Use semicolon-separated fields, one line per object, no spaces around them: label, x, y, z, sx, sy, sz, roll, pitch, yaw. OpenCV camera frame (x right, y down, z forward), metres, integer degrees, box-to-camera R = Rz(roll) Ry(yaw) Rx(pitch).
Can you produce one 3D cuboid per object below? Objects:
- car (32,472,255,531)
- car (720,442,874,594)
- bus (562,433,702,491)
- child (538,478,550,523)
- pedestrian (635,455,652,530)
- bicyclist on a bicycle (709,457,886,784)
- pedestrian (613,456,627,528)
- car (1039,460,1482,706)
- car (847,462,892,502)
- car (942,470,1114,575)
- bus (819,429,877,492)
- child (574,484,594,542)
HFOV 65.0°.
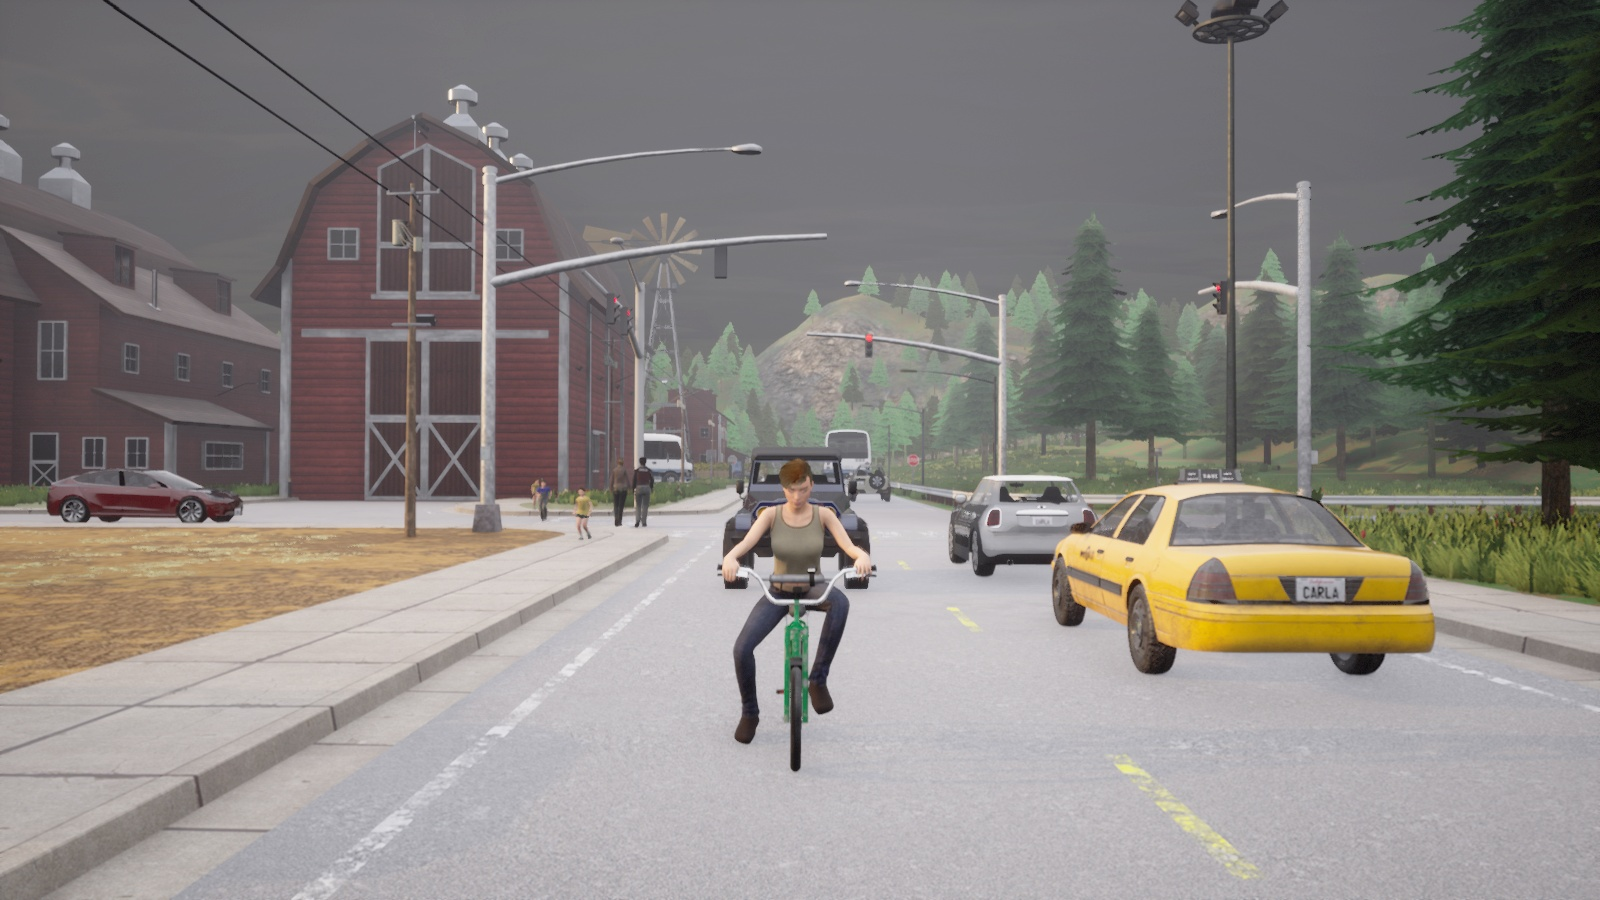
car;-17.386;1.352;33.433;4.792;1.488;2.163;0;-1;-1
car;-0.041;0.870;17.491;1.905;1.878;3.866;0;-1;0
bus;-12.793;0.931;96.446;10.273;4.253;3.944;1;-1;-1
child;-7.282;1.432;35.766;0.270;1.263;0.437;0;-1;-4
pedestrian;-4.077;1.092;32.641;0.402;1.930;0.666;0;-1;-4
bicyclist on a bicycle;-0.010;0.853;6.969;0.866;1.612;1.509;0;-1;0
pedestrian;-4.688;1.096;32.701;0.331;1.846;0.634;0;-1;-4
car;3.477;0.898;10.770;1.801;1.575;5.366;0;-1;0
car;3.365;1.536;61.472;1.932;1.855;4.605;0;-1;0
car;3.457;1.059;19.753;1.970;1.475;3.806;0;-1;0
bus;3.413;0.778;90.579;3.944;4.253;10.273;-1;-1;2
child;-4.228;1.225;24.589;0.255;1.110;0.394;0;-1;10
